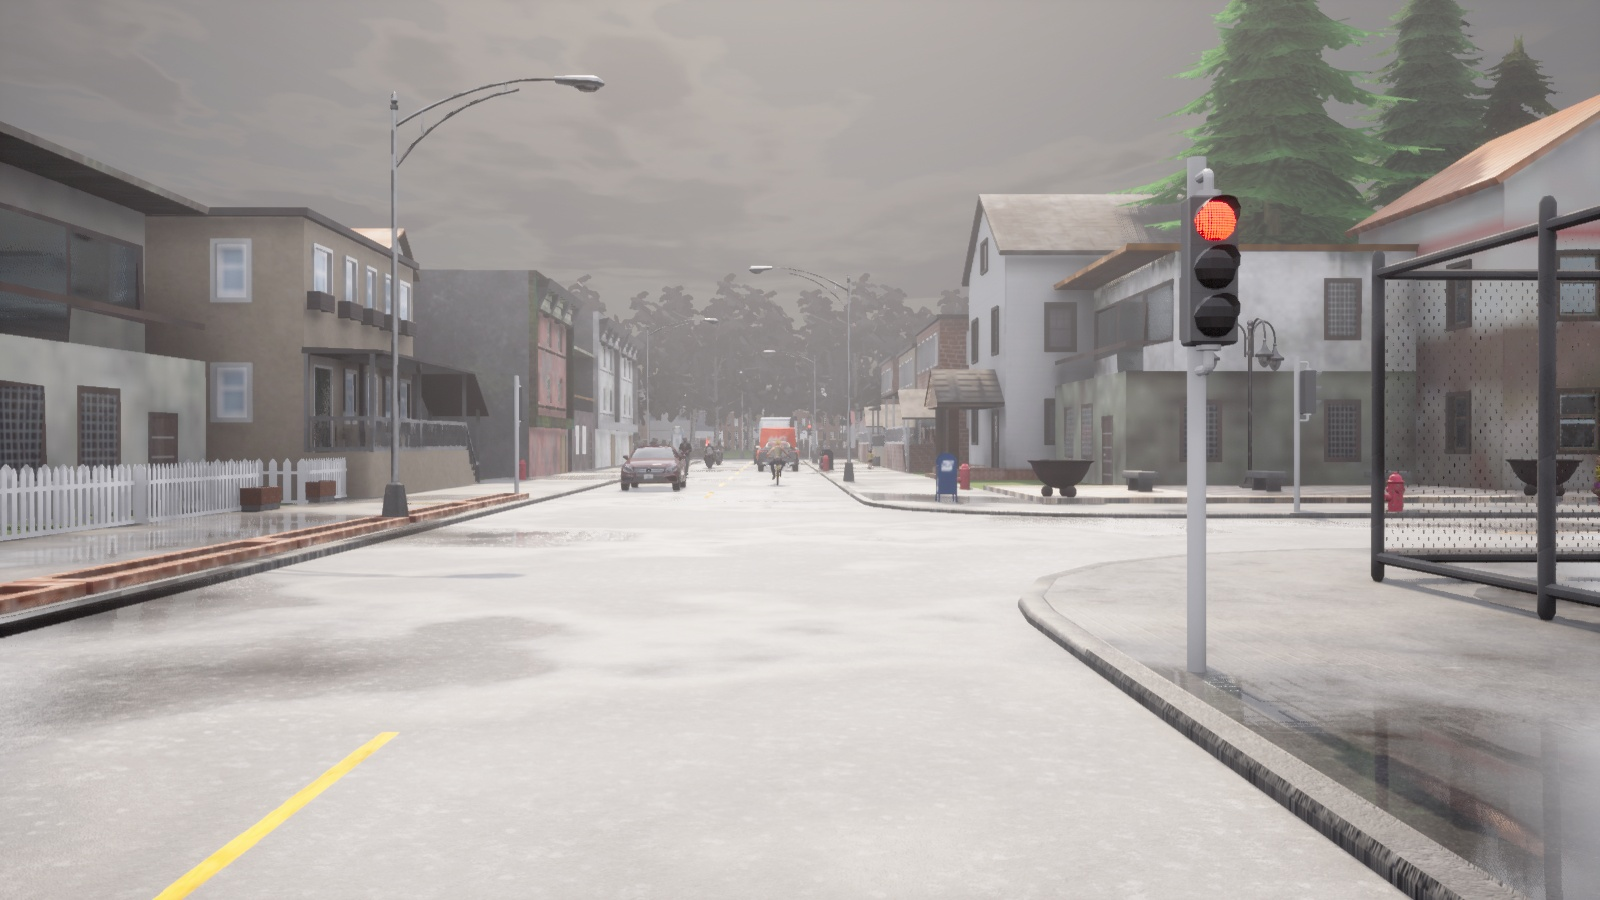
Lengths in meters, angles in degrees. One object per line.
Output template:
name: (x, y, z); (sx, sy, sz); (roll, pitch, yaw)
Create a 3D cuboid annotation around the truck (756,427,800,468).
truck: (-1.373, -0.176, 78.447); (2.627, 2.467, 5.204); (0, 1, -1)

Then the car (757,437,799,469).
car: (-1.177, 0.142, 67.589); (2.152, 1.651, 5.027); (0, 0, -1)

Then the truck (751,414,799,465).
truck: (-1.670, -0.740, 89.094); (2.891, 3.462, 7.936); (0, 0, 3)

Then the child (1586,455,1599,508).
child: (17.770, 0.693, 27.867); (0.473, 1.160, 0.299); (0, 0, -2)

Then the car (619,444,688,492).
car: (-4.706, 0.538, 40.827); (1.812, 1.442, 4.674); (0, 0, -2)

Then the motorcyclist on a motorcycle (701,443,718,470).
motorcyclist on a motorcycle: (-5.275, 0.364, 73.205); (0.866, 1.530, 2.191); (0, 0, -1)
